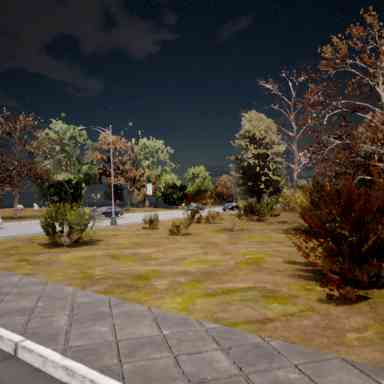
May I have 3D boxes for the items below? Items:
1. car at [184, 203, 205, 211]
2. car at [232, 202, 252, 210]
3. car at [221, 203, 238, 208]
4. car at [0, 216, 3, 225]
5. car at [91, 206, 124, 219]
[{"bbox_3d":[0.445,2.600,55.048,1.994,1.385,4.181,-3,-2,32],"label":"car"},{"bbox_3d":[9.424,2.572,62.483,1.895,1.301,4.718,-3,-2,33],"label":"car"},{"bbox_3d":[6.312,2.308,51.004,1.895,1.301,4.718,-3,-2,32],"label":"car"},{"bbox_3d":[-17.678,2.405,26.604,1.812,1.442,4.674,-3,-2,34],"label":"car"},{"bbox_3d":[-9.995,2.418,38.482,1.837,1.490,4.892,-3,-2,32],"label":"car"}]
